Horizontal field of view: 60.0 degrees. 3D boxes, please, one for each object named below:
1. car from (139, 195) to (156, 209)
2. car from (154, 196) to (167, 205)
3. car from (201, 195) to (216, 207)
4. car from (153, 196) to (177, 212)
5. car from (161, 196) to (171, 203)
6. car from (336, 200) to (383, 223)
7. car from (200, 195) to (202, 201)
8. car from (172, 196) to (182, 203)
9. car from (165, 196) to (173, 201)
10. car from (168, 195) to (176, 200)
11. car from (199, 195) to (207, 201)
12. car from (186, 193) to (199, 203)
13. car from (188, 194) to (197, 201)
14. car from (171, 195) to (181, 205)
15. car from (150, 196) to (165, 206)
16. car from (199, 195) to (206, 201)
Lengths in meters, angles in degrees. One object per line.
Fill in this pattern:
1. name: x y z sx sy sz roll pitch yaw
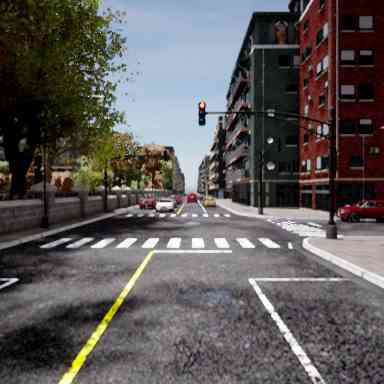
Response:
1. car: -5.669 1.300 44.000 2.192 1.841 5.009 0 0 0
2. car: -5.659 1.533 60.606 1.887 1.381 4.507 0 0 0
3. car: 2.716 1.511 49.701 1.752 1.417 4.829 0 0 0
4. car: -3.046 1.511 38.101 1.812 1.442 4.674 0 0 0
5. car: -5.653 1.574 71.676 1.802 1.307 4.206 0 0 0
6. car: 14.631 1.576 27.416 5.009 1.841 2.192 1 -1 0
7. car: 2.719 1.532 55.066 1.887 1.381 4.507 0 0 0
8. car: -2.961 1.516 67.753 1.812 1.442 4.674 0 0 0
9. car: -5.646 1.579 82.746 1.802 1.307 4.206 0 0 0
10. car: -5.641 1.528 93.646 1.752 1.417 4.829 0 0 0
11. car: 2.734 1.541 82.742 1.887 1.381 4.507 0 0 0
12. car: 0.040 1.213 69.343 2.150 2.045 5.566 0 0 0
13. car: 0.045 1.262 79.704 2.097 1.767 4.553 0 0 0
14. car: -3.066 1.533 47.736 2.033 1.411 5.357 0 0 0
15. car: -5.662 1.427 55.070 1.967 1.590 4.097 0 0 0
16. car: 2.737 1.544 88.277 1.887 1.381 4.507 0 0 0
